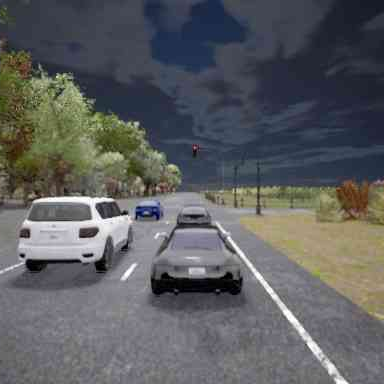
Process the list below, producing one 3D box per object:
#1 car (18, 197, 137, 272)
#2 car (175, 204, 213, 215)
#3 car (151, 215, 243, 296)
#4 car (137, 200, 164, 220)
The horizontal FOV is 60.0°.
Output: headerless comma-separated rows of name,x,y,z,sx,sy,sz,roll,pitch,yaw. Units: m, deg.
car,-3.393,1.177,10.784,2.150,2.045,5.566,0,0,0
car,0.105,1.433,18.380,1.837,1.490,4.892,0,0,0
car,0.100,1.530,8.605,1.994,1.385,4.181,0,0,0
car,-3.394,1.371,27.116,1.882,1.535,5.008,0,0,0
